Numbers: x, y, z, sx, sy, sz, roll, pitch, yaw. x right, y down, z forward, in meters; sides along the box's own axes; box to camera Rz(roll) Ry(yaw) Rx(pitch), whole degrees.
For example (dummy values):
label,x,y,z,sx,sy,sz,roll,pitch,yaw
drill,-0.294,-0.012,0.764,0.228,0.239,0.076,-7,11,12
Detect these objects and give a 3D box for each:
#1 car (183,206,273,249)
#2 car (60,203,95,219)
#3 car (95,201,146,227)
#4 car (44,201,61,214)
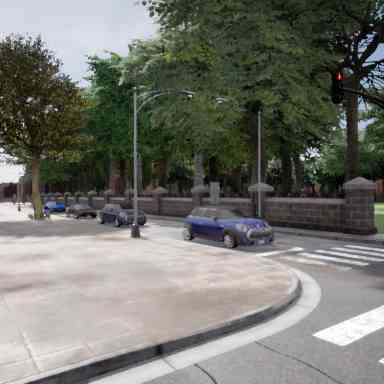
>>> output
label,x,y,z,sx,sy,sz,roll,pitch,yaw
car,1.532,1.457,15.331,2.097,1.767,4.553,0,0,-36
car,-11.094,1.874,33.019,2.033,1.411,5.357,0,-1,-35
car,-5.197,1.568,24.754,2.097,1.767,4.553,0,0,-36
car,-17.062,1.929,41.451,1.882,1.535,5.008,0,-1,-35
